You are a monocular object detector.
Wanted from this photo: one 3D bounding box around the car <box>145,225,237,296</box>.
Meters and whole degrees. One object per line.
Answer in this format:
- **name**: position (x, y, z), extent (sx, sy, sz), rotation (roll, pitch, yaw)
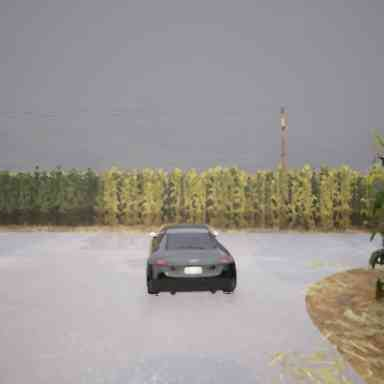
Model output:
- **car**: position (-0.172, 1.542, 8.707), extent (1.994, 1.385, 4.181), rotation (0, 0, -6)
